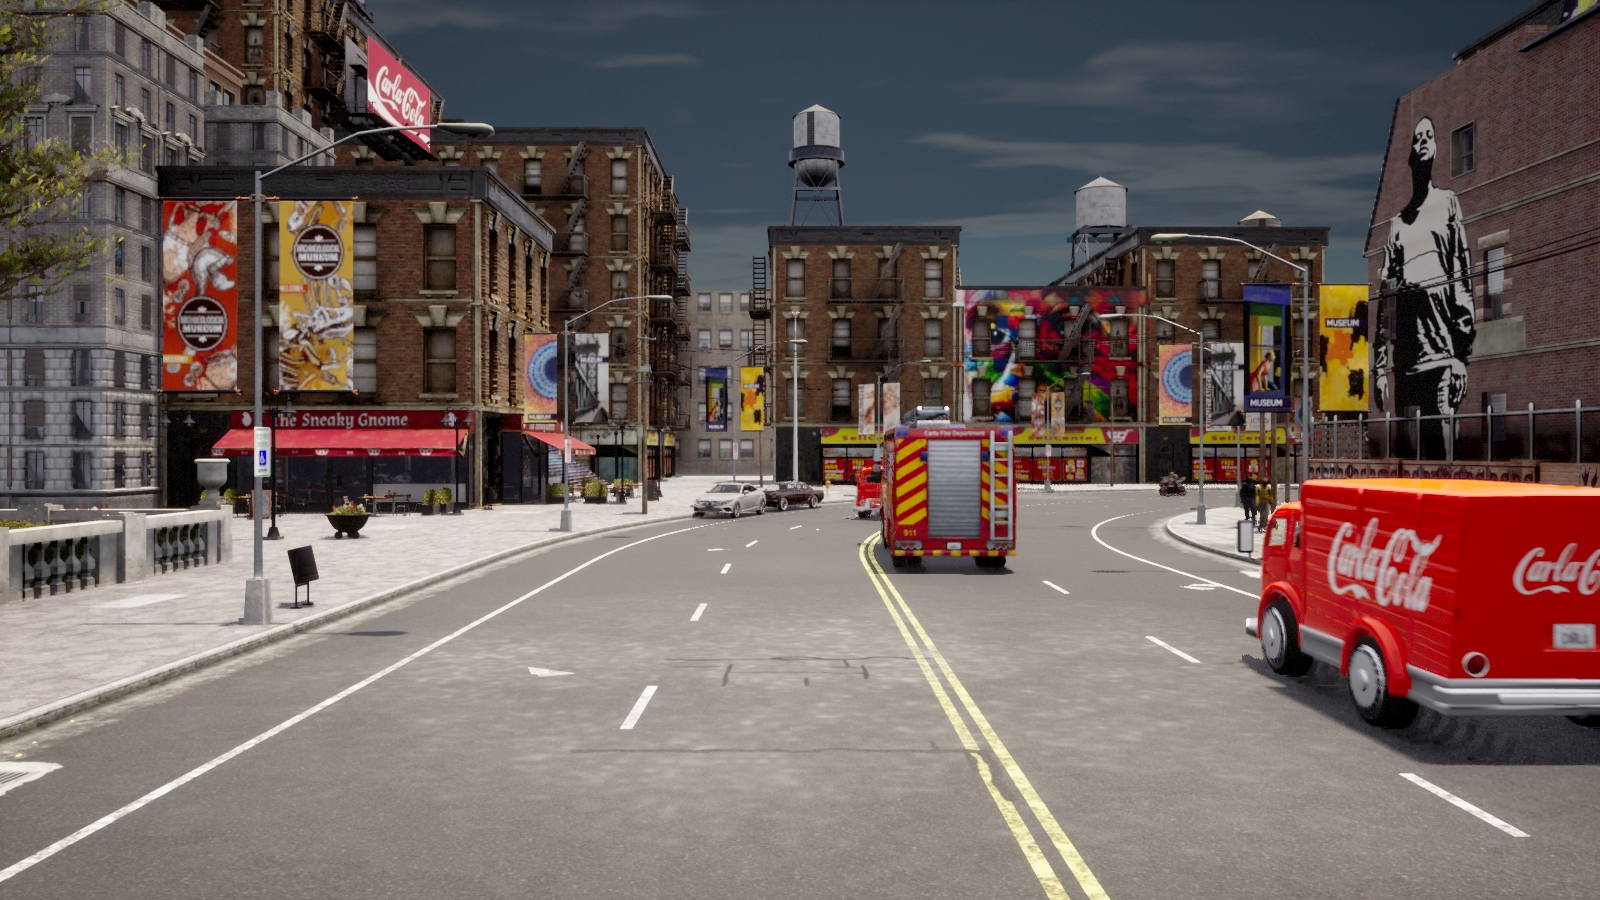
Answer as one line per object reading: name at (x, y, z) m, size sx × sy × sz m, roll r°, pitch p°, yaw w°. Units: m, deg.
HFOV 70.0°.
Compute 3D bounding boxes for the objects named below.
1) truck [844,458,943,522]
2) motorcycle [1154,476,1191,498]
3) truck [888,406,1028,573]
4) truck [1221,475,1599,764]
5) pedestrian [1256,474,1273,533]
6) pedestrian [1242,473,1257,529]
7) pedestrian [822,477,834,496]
truck at (3.991, 1.586, 47.568) m, size 2.627 × 2.467 × 5.204 m, roll 0°, pitch 0°, yaw 23°
motorcycle at (22.697, 2.232, 69.615) m, size 2.209 × 1.251 × 0.867 m, roll 0°, pitch 1°, yaw -28°
truck at (3.953, 0.903, 30.515) m, size 2.891 × 3.827 × 8.468 m, roll 0°, pitch 0°, yaw 2°
truck at (6.997, 1.573, 12.825) m, size 2.627 × 2.467 × 5.204 m, roll 0°, pitch 0°, yaw 0°
pedestrian at (14.847, 1.711, 36.521) m, size 0.375 × 1.860 × 0.375 m, roll 0°, pitch 0°, yaw 4°
pedestrian at (15.130, 1.712, 38.458) m, size 0.375 × 1.860 × 0.375 m, roll 0°, pitch 0°, yaw 7°
pedestrian at (1.630, 2.102, 65.831) m, size 0.500 × 1.100 × 0.500 m, roll 0°, pitch 0°, yaw 35°
